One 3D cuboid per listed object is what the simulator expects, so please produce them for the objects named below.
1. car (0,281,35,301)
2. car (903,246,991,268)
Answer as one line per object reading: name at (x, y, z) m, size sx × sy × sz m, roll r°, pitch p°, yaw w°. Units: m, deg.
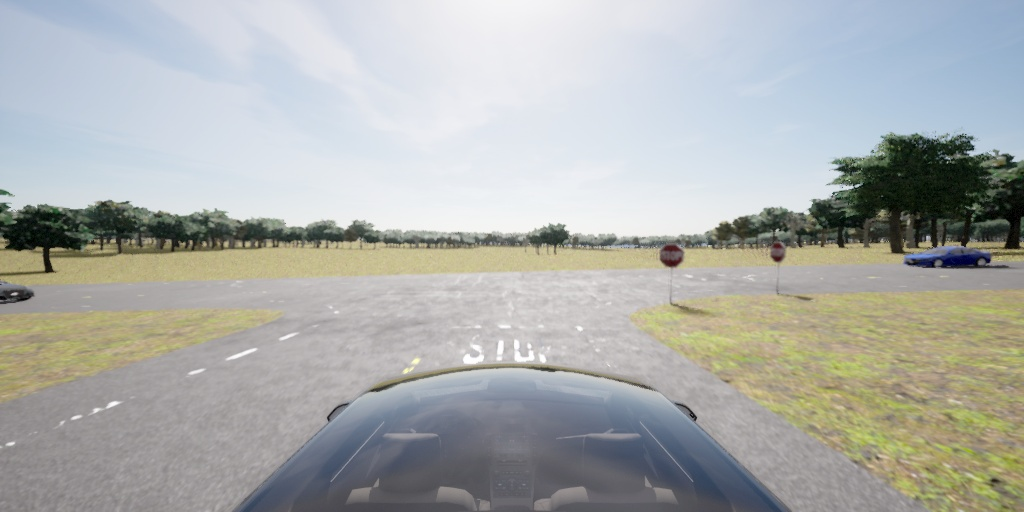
car at (-28.917, 1.935, 19.419) m, size 4.181 × 1.385 × 1.994 m, roll -2°, pitch 3°, yaw 0°
car at (31.717, 0.079, 26.232) m, size 5.008 × 1.535 × 1.882 m, roll -2°, pitch 3°, yaw 0°
